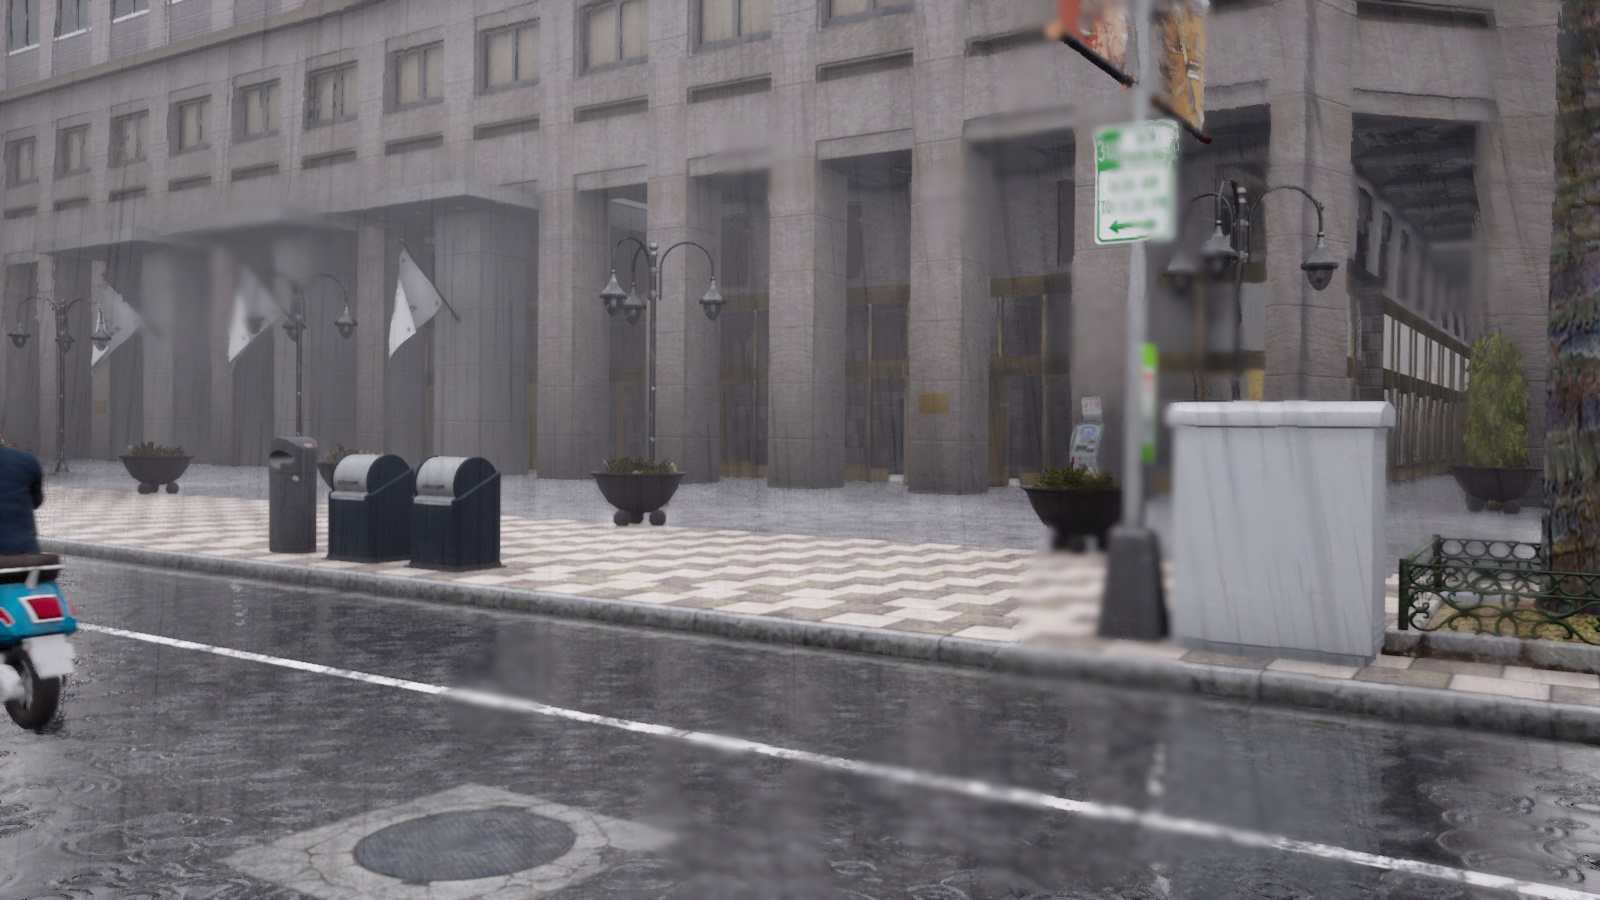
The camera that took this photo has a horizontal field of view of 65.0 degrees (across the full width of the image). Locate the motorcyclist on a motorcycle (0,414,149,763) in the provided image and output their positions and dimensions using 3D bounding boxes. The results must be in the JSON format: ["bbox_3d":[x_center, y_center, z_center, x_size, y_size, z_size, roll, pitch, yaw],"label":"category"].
[{"bbox_3d":[-4.267,0.625,6.433,1.817,1.590,0.866,0,1,34],"label":"motorcyclist on a motorcycle"}]
